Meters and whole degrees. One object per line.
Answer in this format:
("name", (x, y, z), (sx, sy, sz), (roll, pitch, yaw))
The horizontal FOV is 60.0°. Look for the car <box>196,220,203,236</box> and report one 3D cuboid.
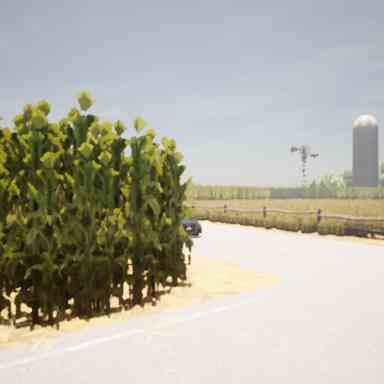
("car", (-1.270, 1.576, 17.564), (1.994, 1.385, 4.181), (0, 0, -35))
